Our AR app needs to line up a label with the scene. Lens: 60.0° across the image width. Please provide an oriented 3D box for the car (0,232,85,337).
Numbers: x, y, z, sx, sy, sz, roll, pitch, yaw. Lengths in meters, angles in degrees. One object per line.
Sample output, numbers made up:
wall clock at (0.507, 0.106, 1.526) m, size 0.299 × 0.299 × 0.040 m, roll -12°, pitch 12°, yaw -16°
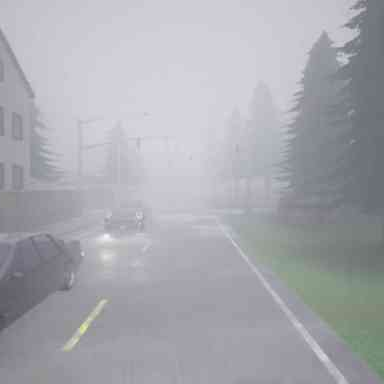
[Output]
car at (-3.594, 1.490, 6.087) m, size 2.033 × 1.411 × 5.357 m, roll 0°, pitch 1°, yaw 0°

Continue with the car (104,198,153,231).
car at (-3.518, 1.170, 19.132) m, size 2.097 × 1.767 × 4.553 m, roll 0°, pitch 1°, yaw 0°
